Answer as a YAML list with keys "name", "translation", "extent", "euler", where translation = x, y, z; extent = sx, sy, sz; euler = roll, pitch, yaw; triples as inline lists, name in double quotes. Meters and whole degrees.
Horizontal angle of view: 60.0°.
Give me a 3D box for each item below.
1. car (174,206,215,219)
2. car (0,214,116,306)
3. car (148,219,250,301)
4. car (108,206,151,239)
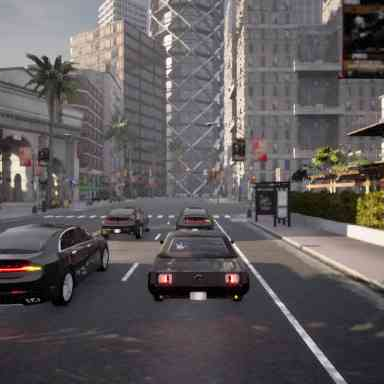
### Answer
- name: "car"
  translation: [0.138, 1.505, 17.525]
  extent: [1.837, 1.490, 4.892]
  euler: [0, 0, 0]
- name: "car"
  translation: [-3.370, 1.505, 8.004]
  extent: [1.837, 1.490, 4.892]
  euler: [0, 0, 0]
- name: "car"
  translation: [0.122, 1.601, 8.262]
  extent: [1.895, 1.301, 4.718]
  euler: [0, 0, 0]
- name: "car"
  translation: [-3.361, 1.505, 17.410]
  extent: [1.837, 1.490, 4.892]
  euler: [0, 0, 0]
